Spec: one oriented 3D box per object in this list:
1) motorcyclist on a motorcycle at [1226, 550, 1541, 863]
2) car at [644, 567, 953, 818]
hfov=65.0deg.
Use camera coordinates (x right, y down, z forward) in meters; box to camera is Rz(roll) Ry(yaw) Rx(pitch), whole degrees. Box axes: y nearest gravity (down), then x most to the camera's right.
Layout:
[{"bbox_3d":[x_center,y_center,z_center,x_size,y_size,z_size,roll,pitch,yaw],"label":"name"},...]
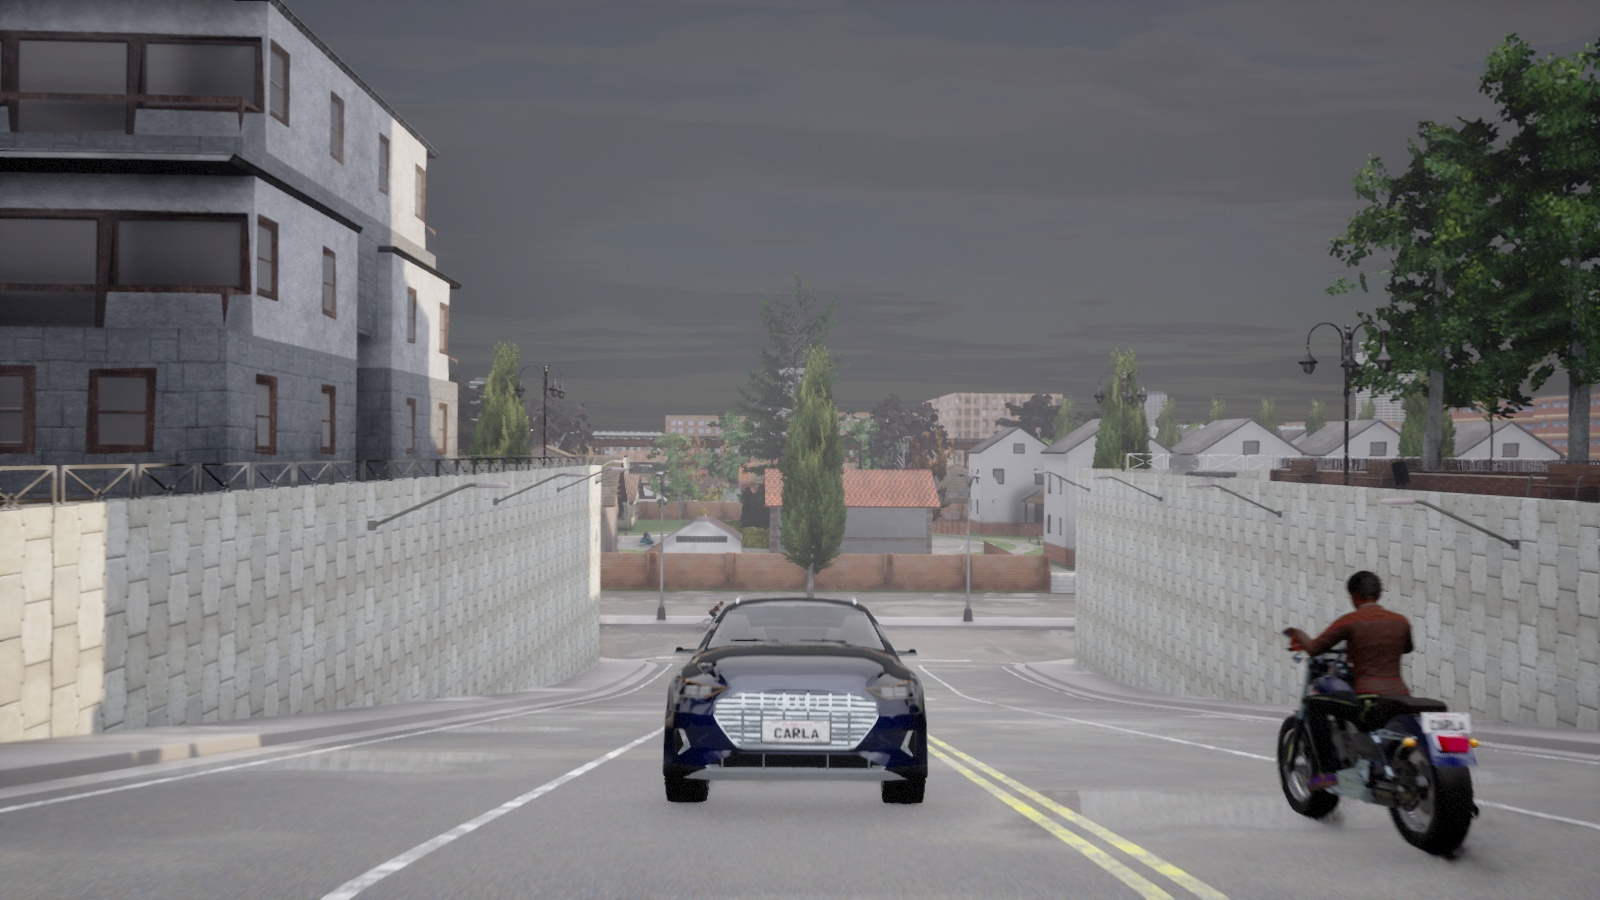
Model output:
[{"bbox_3d":[3.511,1.561,7.901,0.766,1.649,2.350,0,-10,0],"label":"motorcyclist on a motorcycle"},{"bbox_3d":[-0.021,2.038,10.803,2.033,1.649,4.856,0,-10,0],"label":"car"}]
